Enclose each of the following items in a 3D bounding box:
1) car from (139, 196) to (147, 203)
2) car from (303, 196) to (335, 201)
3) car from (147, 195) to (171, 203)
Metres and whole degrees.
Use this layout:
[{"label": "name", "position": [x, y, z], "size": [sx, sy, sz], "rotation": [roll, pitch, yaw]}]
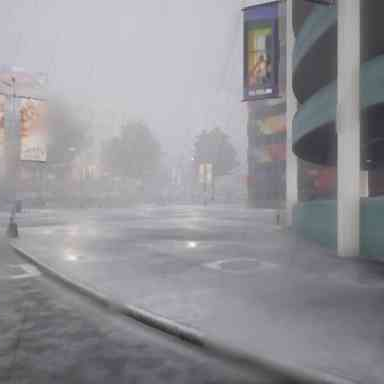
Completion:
[{"label": "car", "position": [-8.940, 1.478, 70.653], "size": [4.902, 1.511, 2.128], "rotation": [0, 0, -39]}, {"label": "car", "position": [15.310, 1.317, 40.811], "size": [4.674, 1.452, 2.002], "rotation": [0, 0, -39]}, {"label": "car", "position": [-6.418, 1.558, 68.198], "size": [4.181, 1.385, 1.994], "rotation": [0, 0, -38]}]
